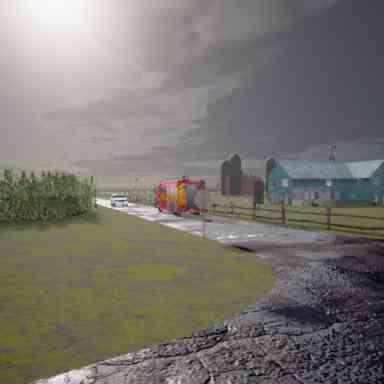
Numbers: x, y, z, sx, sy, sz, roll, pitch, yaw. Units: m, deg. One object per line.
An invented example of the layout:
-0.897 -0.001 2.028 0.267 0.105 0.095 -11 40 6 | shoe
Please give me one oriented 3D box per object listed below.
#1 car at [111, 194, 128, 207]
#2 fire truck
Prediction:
-11.967 1.357 54.452 2.150 2.045 5.566 -1 0 -21 | car
-1.497 0.381 34.975 2.891 3.827 8.468 -1 0 -21 | fire truck
